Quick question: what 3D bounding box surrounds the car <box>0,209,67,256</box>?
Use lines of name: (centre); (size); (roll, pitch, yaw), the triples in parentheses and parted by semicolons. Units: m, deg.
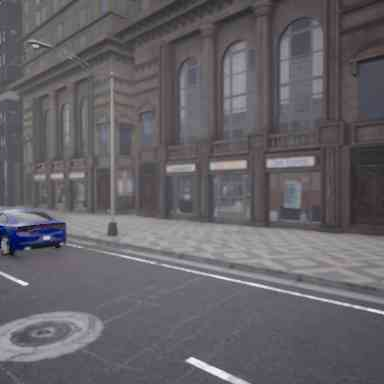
car: (-6.774, 1.407, 12.962); (5.008, 1.535, 1.882); (0, 1, 42)
